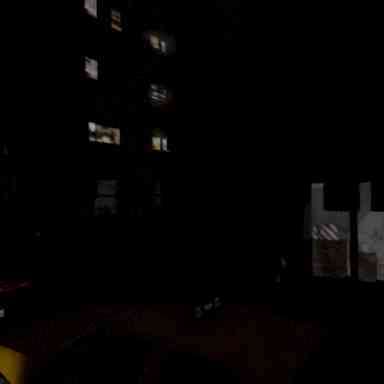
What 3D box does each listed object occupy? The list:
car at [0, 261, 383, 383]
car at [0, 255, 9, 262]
[{"bbox_3d":[-0.112,1.544,2.807,4.829,1.417,1.752,-1,-1,36],"label":"car"},{"bbox_3d":[-4.563,1.626,5.985,4.507,1.381,1.887,-1,-1,36],"label":"car"}]
